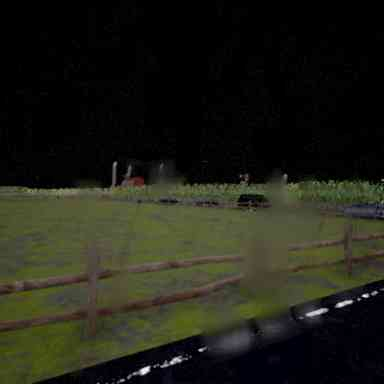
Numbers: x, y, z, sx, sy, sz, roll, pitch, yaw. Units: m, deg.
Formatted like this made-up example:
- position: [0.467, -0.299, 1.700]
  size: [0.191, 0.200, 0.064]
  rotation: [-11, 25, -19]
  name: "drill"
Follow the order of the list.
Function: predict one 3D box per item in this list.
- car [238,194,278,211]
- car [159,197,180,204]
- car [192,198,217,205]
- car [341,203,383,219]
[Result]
- position: [8.233, 1.286, 42.098]
  size: [2.150, 2.045, 5.566]
  rotation: [2, -1, -35]
  name: "car"
- position: [-4.125, 1.541, 59.785]
  size: [1.895, 1.301, 4.718]
  rotation: [2, -1, -35]
  name: "car"
- position: [1.995, 1.652, 56.053]
  size: [1.895, 1.301, 4.718]
  rotation: [2, -1, -35]
  name: "car"
- position: [16.463, 1.703, 30.348]
  size: [2.033, 1.411, 5.357]
  rotation: [2, -1, -34]
  name: "car"
